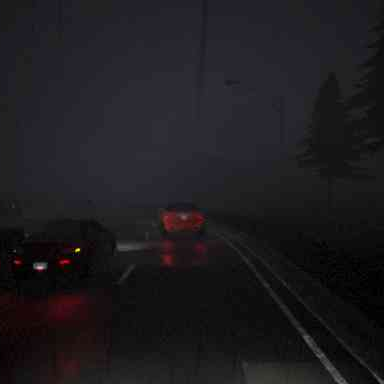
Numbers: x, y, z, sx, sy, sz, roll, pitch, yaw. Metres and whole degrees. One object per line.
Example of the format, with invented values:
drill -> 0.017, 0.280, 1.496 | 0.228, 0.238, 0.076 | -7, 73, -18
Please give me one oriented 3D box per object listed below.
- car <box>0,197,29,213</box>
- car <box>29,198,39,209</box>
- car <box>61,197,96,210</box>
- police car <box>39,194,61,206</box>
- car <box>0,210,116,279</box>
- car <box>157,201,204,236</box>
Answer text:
car -> -18.009, 1.353, 32.235 | 2.033, 1.411, 5.357 | 0, 0, -43
car -> -20.279, 1.290, 39.043 | 4.674, 1.442, 1.812 | 0, 0, 40
car -> -11.932, 1.264, 35.454 | 1.882, 1.535, 5.008 | 1, 0, -37
police car -> -20.748, 1.134, 48.456 | 5.238, 1.638, 1.930 | 0, -1, 30
car -> -3.476, 1.467, 9.730 | 1.812, 1.442, 4.674 | 0, 0, -2
car -> -0.743, 1.243, 18.045 | 2.097, 1.767, 4.553 | 0, 0, -10
